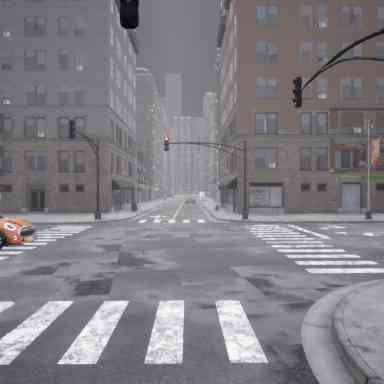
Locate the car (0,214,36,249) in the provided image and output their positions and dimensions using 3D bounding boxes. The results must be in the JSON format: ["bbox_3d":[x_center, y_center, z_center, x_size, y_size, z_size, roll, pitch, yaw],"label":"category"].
[{"bbox_3d":[-9.004,1.378,13.850,4.553,1.767,2.097,0,0,-1],"label":"car"}]

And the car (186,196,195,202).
[{"bbox_3d":[-0.410,1.485,73.744,1.895,1.301,4.718,0,0,0],"label":"car"}]

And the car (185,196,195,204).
[{"bbox_3d":[-0.337,1.650,63.739,1.895,1.301,4.718,0,0,0],"label":"car"}]
